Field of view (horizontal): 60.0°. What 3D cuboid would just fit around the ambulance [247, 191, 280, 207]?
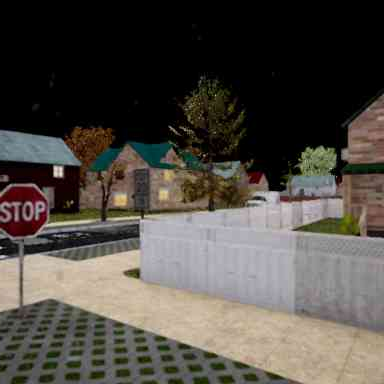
[{"bbox_3d":[8.265,1.161,39.203,2.351,2.431,6.366,0,-1,34],"label":"ambulance"}]
